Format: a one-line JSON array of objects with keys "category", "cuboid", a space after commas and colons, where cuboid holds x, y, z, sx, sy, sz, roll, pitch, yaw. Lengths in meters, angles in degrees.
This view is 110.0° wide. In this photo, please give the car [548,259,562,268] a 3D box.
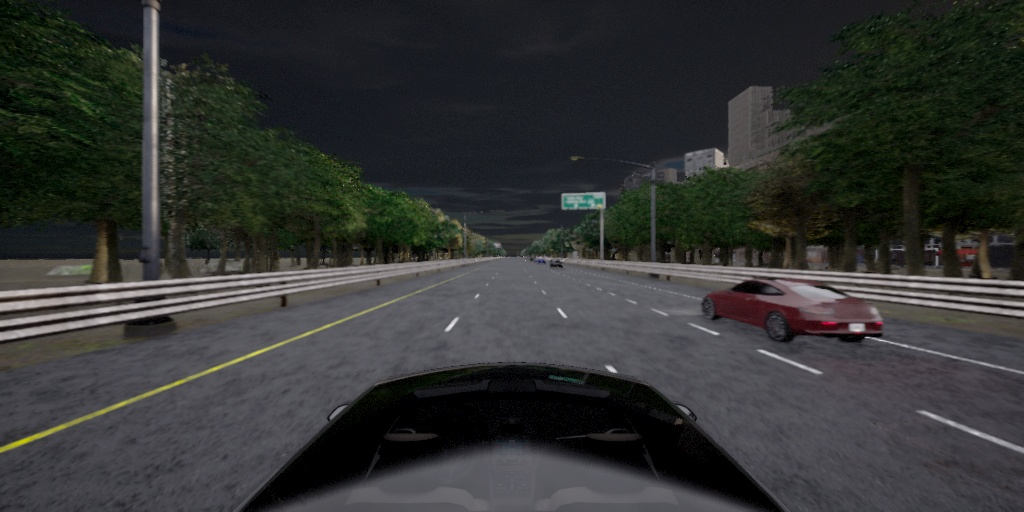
[{"category": "car", "cuboid": [7.142, 1.238, 59.552, 1.837, 1.490, 4.892, 0, 0, 0]}]

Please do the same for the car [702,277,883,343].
[{"category": "car", "cuboid": [7.000, 1.281, 9.577, 1.812, 1.442, 4.674, 0, 0, 0]}]
